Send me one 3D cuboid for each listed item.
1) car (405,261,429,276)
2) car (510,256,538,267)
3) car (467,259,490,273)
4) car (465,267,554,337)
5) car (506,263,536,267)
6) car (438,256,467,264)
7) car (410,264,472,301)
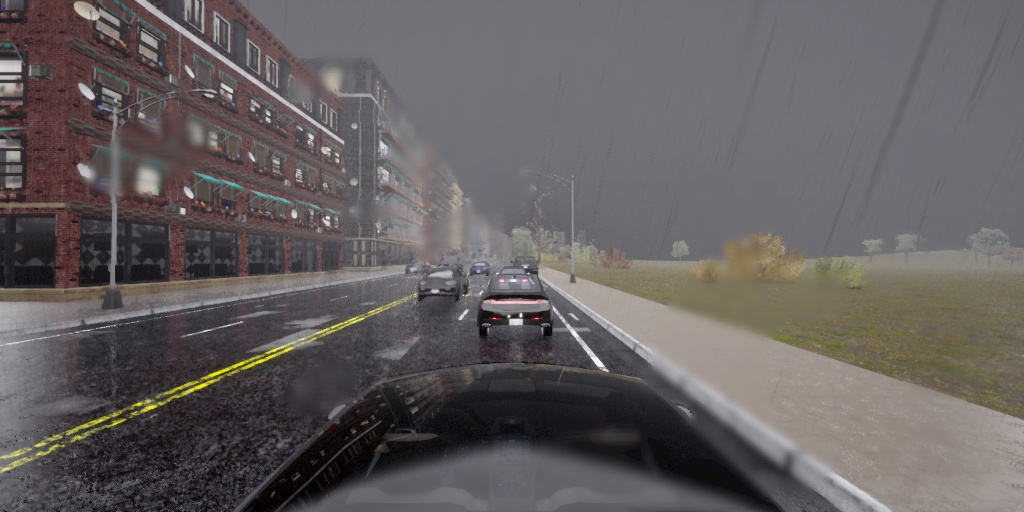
[{"bbox_3d":[-9.936,1.245,38.158,2.128,1.511,4.902,0,0,0],"label":"car"},{"bbox_3d":[1.070,0.979,30.984,2.150,2.045,5.566,0,0,0],"label":"car"},{"bbox_3d":[-3.229,1.279,37.009,1.812,1.442,4.674,0,0,0],"label":"car"},{"bbox_3d":[0.081,1.243,10.331,2.128,1.511,4.902,0,0,0],"label":"car"},{"bbox_3d":[0.060,1.301,20.771,2.033,1.411,5.357,0,0,0],"label":"car"},{"bbox_3d":[-6.688,0.975,39.204,2.150,2.045,5.566,0,0,0],"label":"car"},{"bbox_3d":[-3.186,1.278,17.117,1.812,1.442,4.674,0,0,0],"label":"car"}]
